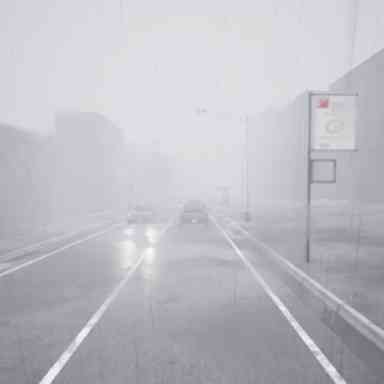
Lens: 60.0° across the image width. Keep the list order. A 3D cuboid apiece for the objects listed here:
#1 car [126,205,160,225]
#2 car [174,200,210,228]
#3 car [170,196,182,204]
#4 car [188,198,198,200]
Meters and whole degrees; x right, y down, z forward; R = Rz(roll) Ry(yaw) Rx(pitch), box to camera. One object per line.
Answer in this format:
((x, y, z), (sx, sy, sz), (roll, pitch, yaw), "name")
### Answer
((-3.435, 1.605, 24.044), (1.895, 1.301, 4.718), (0, 0, 0), "car")
((0.139, 1.493, 22.116), (2.128, 1.511, 4.902), (0, 0, 0), "car")
((-3.095, 1.579, 65.487), (1.837, 1.490, 4.892), (0, 0, 1), "car")
((0.128, 1.540, 42.438), (2.128, 1.511, 4.902), (0, 0, 0), "car")
